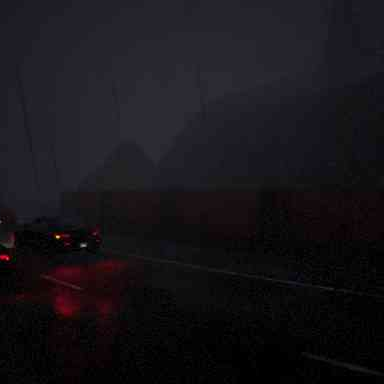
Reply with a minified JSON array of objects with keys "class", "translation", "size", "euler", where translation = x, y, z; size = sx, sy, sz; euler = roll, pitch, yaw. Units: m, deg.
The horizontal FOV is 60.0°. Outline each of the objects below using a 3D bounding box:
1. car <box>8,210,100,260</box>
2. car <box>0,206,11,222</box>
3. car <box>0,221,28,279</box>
[{"class":"car","translation":[-5.180,1.571,12.628],"size":[1.812,1.442,4.674],"euler":[0,0,-44]},{"class":"car","translation":[-12.665,1.616,21.724],"size":[1.812,1.442,4.674],"euler":[0,0,-33]},{"class":"car","translation":[-6.592,1.590,9.036],"size":[5.357,1.411,2.033],"euler":[0,0,44]}]
